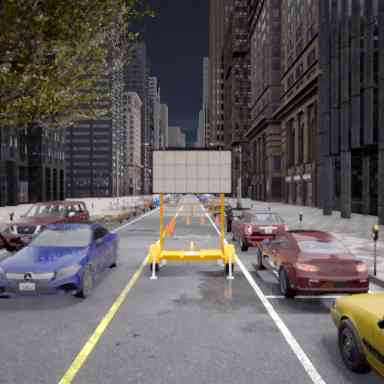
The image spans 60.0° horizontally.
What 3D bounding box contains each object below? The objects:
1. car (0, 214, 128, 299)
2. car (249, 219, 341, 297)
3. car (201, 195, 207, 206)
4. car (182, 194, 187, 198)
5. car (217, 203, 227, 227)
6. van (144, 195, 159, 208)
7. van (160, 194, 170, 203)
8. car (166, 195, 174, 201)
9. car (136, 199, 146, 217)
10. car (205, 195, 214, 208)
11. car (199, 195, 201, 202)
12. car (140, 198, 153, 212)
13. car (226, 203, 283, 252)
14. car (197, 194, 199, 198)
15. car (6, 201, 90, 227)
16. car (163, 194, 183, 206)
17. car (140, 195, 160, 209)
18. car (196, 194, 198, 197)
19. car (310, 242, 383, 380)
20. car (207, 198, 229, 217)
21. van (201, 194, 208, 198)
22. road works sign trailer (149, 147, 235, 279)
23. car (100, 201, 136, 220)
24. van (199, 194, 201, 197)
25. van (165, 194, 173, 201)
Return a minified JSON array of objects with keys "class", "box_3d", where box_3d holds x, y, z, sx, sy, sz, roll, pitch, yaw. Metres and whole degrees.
[{"class":"car","box_3d":[-3.098,1.526,8.579,1.812,1.442,4.674,0,0,0]},{"class":"car","box_3d":[2.763,1.582,8.288,1.802,1.307,4.206,0,0,0]},{"class":"car","box_3d":[2.770,1.563,48.032,2.008,1.369,4.403,0,0,0]},{"class":"car","box_3d":[-2.984,1.356,90.023,1.837,1.490,4.892,0,0,0]},{"class":"car","box_3d":[2.765,1.568,19.644,1.947,1.339,4.313,0,0,0]},{"class":"van","box_3d":[-5.755,1.353,48.024,1.690,1.788,3.998,0,0,0]},{"class":"van","box_3d":[-5.752,1.367,70.734,1.690,1.788,3.998,0,0,0]},{"class":"car","box_3d":[-5.748,1.564,87.596,1.752,1.417,4.829,0,0,0]},{"class":"car","box_3d":[-5.758,1.587,30.992,1.802,1.307,4.206,0,0,0]},{"class":"car","box_3d":[2.768,1.448,36.676,1.967,1.590,4.097,0,0,0]},{"class":"car","box_3d":[2.772,1.563,59.387,1.887,1.381,4.507,0,0,0]},{"class":"car","box_3d":[-5.757,1.589,36.669,1.802,1.307,4.206,0,0,0]},{"class":"car","box_3d":[2.764,1.441,13.966,1.967,1.590,4.097,0,0,0]},{"class":"car","box_3d":[2.775,1.470,76.420,1.967,1.590,4.097,0,0,0]},{"class":"car","box_3d":[-5.761,1.316,13.959,2.192,1.841,5.009,0,0,0]},{"class":"car","box_3d":[-2.990,1.524,53.596,2.128,1.511,4.902,0,0,0]},{"class":"car","box_3d":[-5.757,1.325,42.347,2.192,1.841,5.009,0,0,0]},{"class":"car","box_3d":[2.776,1.354,87.775,2.192,1.841,5.009,0,0,0]},{"class":"car","box_3d":[2.762,1.525,2.781,1.752,1.417,4.829,0,0,0]},{"class":"car","box_3d":[2.767,1.556,30.999,2.008,1.369,4.403,0,0,0]},{"class":"van","box_3d":[2.770,1.356,53.710,1.690,1.788,3.998,0,0,0]},{"class":"road works sign trailer","box_3d":[0.002,0.465,10.022,2.380,3.560,2.880,0,0,0]},{"class":"car","box_3d":[-5.759,1.529,25.144,1.752,1.417,4.829,0,0,0]},{"class":"van","box_3d":[2.772,1.363,65.065,1.690,1.788,3.998,0,0,0]},{"class":"van","box_3d":[-5.750,1.376,82.089,1.690,1.788,3.998,0,0,0]}]
